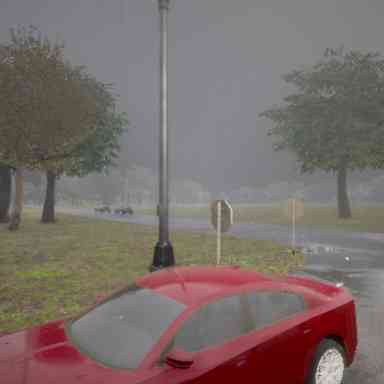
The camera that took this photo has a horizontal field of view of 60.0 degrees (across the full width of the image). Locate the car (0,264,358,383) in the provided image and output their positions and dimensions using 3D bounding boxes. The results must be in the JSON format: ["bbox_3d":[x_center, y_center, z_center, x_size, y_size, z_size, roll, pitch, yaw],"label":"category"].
[{"bbox_3d":[-0.092,1.702,3.837,5.008,1.535,1.882,1,-1,-35],"label":"car"}]

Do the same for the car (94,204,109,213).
[{"bbox_3d":[-16.539,3.065,61.287,1.837,1.490,4.892,2,-2,-34],"label":"car"}]

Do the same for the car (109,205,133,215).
[{"bbox_3d":[-11.008,2.895,53.005,1.837,1.490,4.892,2,-2,-33],"label":"car"}]
